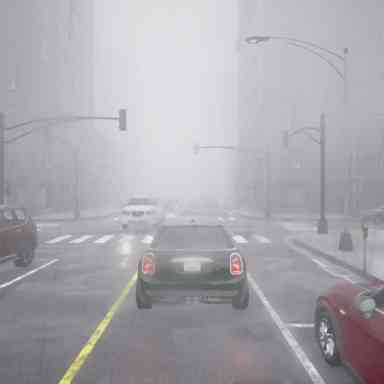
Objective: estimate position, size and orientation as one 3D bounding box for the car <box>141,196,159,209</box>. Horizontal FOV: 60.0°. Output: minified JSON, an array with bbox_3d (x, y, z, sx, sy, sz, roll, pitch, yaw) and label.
[{"bbox_3d":[-5.824,1.433,46.738,1.967,1.590,4.097,0,0,0],"label":"car"}]

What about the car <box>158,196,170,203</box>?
[{"bbox_3d":[-5.807,1.537,69.121,2.008,1.369,4.403,0,0,0],"label":"car"}]

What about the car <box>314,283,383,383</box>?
[{"bbox_3d":[2.669,1.440,3.094,1.967,1.590,4.097,0,0,0],"label":"car"}]

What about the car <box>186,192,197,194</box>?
[{"bbox_3d":[0.057,1.359,76.540,1.812,1.442,4.674,0,0,0],"label":"car"}]

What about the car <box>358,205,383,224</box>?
[{"bbox_3d":[14.394,1.514,23.707,4.674,1.442,1.812,0,0,1],"label":"car"}]

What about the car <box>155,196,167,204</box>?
[{"bbox_3d":[-5.811,1.513,63.355,1.752,1.417,4.829,0,0,0],"label":"car"}]

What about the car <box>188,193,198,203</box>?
[{"bbox_3d":[0.104,1.513,66.573,1.812,1.442,4.674,0,0,0],"label":"car"}]

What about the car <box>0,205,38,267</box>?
[{"bbox_3d":[-5.853,1.314,8.598,2.192,1.841,5.009,0,0,0],"label":"car"}]

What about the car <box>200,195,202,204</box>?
[{"bbox_3d":[2.707,1.542,52.349,2.008,1.369,4.403,0,0,0],"label":"car"}]

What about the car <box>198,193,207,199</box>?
[{"bbox_3d":[2.715,1.303,63.538,2.192,1.841,5.009,0,0,0],"label":"car"}]

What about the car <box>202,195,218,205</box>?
[{"bbox_3d":[2.702,1.518,46.925,1.752,1.417,4.829,0,0,0],"label":"car"}]

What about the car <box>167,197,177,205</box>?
[{"bbox_3d":[-3.070,1.595,38.940,1.895,1.301,4.718,0,0,0],"label":"car"}]

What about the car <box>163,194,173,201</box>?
[{"bbox_3d":[-5.798,1.299,80.312,2.192,1.841,5.009,0,0,0],"label":"car"}]

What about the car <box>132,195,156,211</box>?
[{"bbox_3d":[-5.828,1.309,41.142,2.192,1.841,5.009,0,0,0],"label":"car"}]

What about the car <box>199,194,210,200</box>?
[{"bbox_3d":[2.711,1.555,57.944,1.947,1.339,4.313,0,0,0],"label":"car"}]

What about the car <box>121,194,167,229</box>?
[{"bbox_3d":[-3.084,1.219,21.678,2.150,2.045,5.566,0,0,0],"label":"car"}]

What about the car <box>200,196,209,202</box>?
[{"bbox_3d":[2.723,1.567,74.727,1.802,1.307,4.206,0,0,0],"label":"car"}]

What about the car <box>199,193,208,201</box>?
[{"bbox_3d":[3.065,1.207,86.549,2.150,2.045,5.566,0,0,0],"label":"car"}]

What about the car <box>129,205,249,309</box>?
[{"bbox_3d":[0.015,1.351,8.020,2.097,1.767,4.553,0,0,0],"label":"car"}]

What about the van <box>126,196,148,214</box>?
[{"bbox_3d":[-5.832,1.336,35.546,1.690,1.788,3.998,0,0,0],"label":"van"}]

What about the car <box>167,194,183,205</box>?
[{"bbox_3d":[-3.050,1.538,55.016,2.033,1.411,5.357,0,0,0],"label":"car"}]
